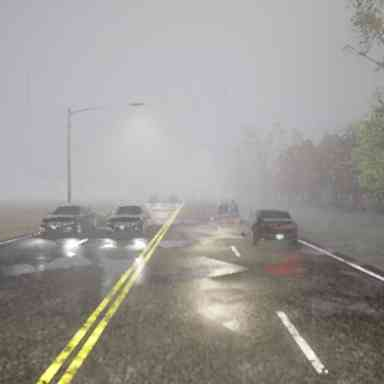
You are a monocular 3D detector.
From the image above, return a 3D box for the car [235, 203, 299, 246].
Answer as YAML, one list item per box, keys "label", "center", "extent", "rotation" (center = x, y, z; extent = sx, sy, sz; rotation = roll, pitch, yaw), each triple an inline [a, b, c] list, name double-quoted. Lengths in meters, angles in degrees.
- label: "car"
  center: [3.352, 1.448, 15.110]
  extent: [1.837, 1.490, 4.892]
  rotation: [-1, 0, 0]

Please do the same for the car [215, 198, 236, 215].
- label: "car"
  center: [3.345, 1.372, 32.215]
  extent: [2.128, 1.511, 4.902]
  rotation: [-1, 1, 0]

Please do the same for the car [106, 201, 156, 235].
- label: "car"
  center: [-3.352, 1.443, 18.332]
  extent: [1.837, 1.490, 4.892]
  rotation: [0, 0, 0]

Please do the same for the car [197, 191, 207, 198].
- label: "car"
  center: [3.237, 1.022, 93.800]
  extent: [2.163, 1.488, 4.792]
  rotation: [0, 0, 0]

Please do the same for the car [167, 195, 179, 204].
- label: "car"
  center: [-3.305, 1.226, 58.816]
  extent: [1.882, 1.535, 5.008]
  rotation: [0, 0, 0]

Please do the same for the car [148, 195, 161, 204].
- label: "car"
  center: [-6.551, 1.252, 58.816]
  extent: [1.837, 1.490, 4.892]
  rotation: [0, 0, 1]

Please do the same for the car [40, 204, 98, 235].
- label: "car"
  center: [-6.602, 1.443, 18.329]
  extent: [1.837, 1.490, 4.892]
  rotation: [0, 0, 0]
